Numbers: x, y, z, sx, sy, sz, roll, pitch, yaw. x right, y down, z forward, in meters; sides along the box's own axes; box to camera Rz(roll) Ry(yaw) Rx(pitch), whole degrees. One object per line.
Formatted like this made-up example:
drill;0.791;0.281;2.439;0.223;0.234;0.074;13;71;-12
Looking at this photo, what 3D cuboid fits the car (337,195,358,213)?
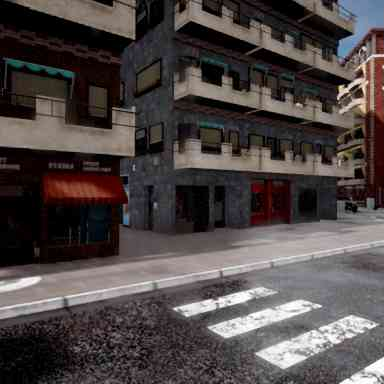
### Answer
car;17.951;1.426;40.096;2.150;2.045;5.566;0;-1;5
